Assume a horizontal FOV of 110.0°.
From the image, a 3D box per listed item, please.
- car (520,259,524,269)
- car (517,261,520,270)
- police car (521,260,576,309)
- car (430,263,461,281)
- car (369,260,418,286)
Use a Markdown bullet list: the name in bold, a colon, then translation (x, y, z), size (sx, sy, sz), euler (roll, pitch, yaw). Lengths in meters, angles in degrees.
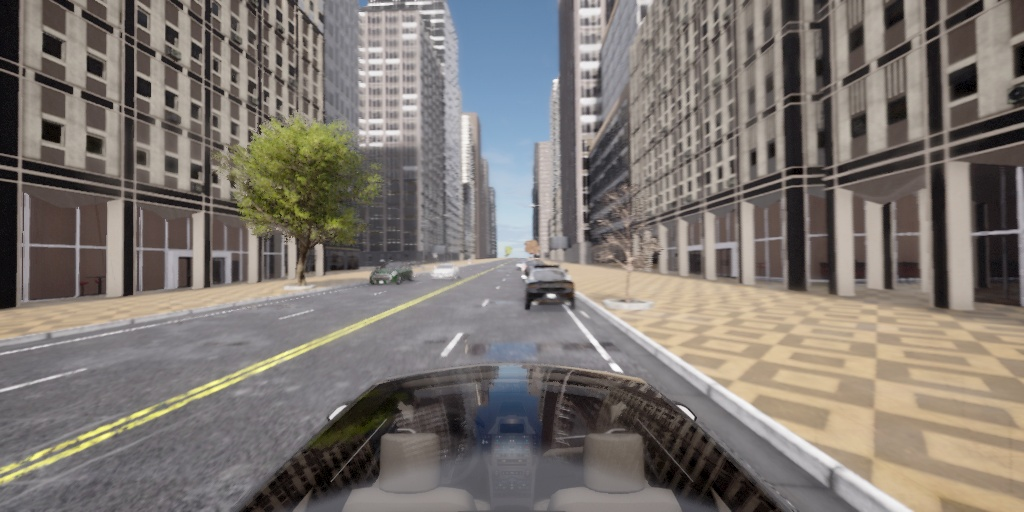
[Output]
- **car**: translation (1.947, 1.084, 30.761), size (2.097, 1.767, 4.553), euler (-1, 0, 2)
- **car**: translation (1.622, 1.344, 50.540), size (1.895, 1.301, 4.718), euler (-1, 0, 2)
- **police car**: translation (1.442, 1.160, 14.907), size (1.930, 1.638, 5.238), euler (-1, 0, 2)
- **car**: translation (-5.604, 1.353, 30.861), size (1.812, 1.442, 4.674), euler (-1, 0, 2)
- **car**: translation (-8.988, 1.220, 27.074), size (2.097, 1.767, 4.553), euler (-1, 0, 2)
